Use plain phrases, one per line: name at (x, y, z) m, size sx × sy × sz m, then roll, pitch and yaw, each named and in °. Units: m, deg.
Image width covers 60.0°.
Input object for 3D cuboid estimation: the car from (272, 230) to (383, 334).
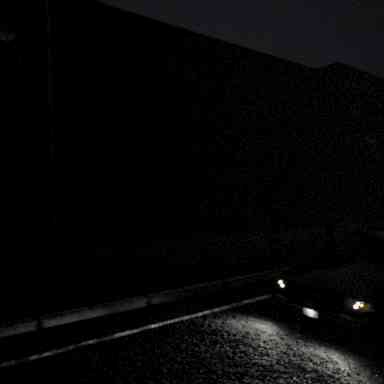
car at (4.070, 1.543, 6.821) m, size 5.357 × 1.411 × 2.033 m, roll 0°, pitch 0°, yaw -35°
